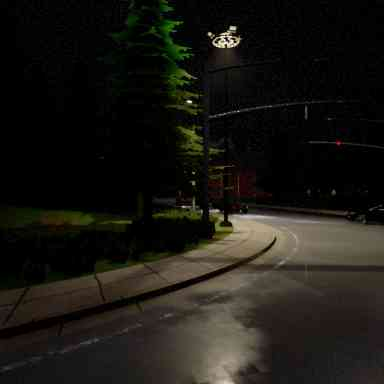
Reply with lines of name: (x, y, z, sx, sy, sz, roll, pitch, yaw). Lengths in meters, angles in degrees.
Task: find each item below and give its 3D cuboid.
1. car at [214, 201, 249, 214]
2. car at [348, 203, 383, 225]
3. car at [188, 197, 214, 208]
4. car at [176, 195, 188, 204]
car: (4.335, 1.601, 35.653, 1.895, 1.301, 4.718, 0, 0, -15)
car: (13.349, 1.495, 22.723, 4.902, 1.511, 2.128, 0, 1, 34)
car: (1.644, 1.221, 45.338, 2.150, 2.045, 5.566, 0, 0, -16)
car: (-1.243, 1.352, 55.223, 2.097, 1.767, 4.553, 0, 0, -17)
